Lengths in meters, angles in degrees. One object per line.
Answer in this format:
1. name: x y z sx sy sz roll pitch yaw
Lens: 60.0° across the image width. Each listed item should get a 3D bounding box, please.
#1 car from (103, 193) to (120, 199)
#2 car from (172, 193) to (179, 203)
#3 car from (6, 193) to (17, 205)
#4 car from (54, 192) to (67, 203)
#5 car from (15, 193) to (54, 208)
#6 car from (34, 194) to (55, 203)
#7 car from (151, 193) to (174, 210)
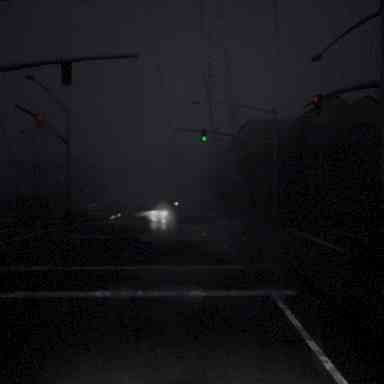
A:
1. car: -22.164 1.030 92.032 4.611 1.667 2.242 0 0 0
2. car: -3.515 0.939 59.019 2.097 1.767 4.553 0 1 0
3. car: -25.887 0.938 50.152 1.932 1.855 4.605 0 0 0
4. car: -22.621 0.863 58.028 1.905 1.878 3.866 0 0 0
5. car: -18.919 1.209 40.161 2.007 1.523 4.514 0 0 0
6. car: -25.948 1.143 58.633 1.970 1.475 3.806 0 0 0
7. car: -3.587 1.225 38.205 2.128 1.511 4.902 0 0 0
